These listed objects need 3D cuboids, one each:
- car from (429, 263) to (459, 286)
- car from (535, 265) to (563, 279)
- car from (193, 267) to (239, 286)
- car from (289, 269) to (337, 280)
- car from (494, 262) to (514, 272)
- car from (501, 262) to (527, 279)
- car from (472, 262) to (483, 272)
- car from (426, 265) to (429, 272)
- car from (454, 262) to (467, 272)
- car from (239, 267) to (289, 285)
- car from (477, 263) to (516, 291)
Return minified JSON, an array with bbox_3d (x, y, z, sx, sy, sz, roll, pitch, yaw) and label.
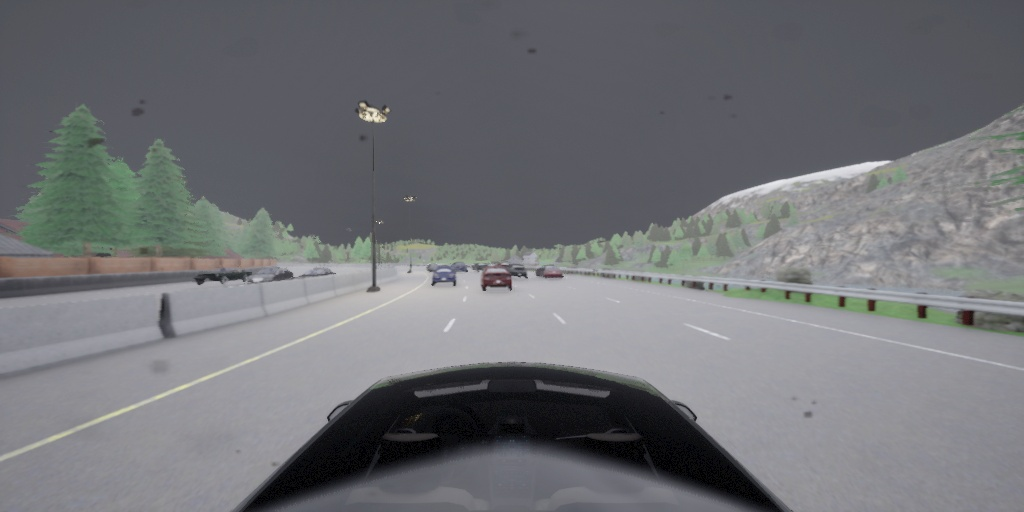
[{"bbox_3d":[-5.440,1.572,29.016,1.812,1.442,4.674,0,0,-9],"label":"car"},{"bbox_3d":[3.775,1.588,37.176,1.994,1.385,4.181,0,0,-11],"label":"car"},{"bbox_3d":[-23.200,1.540,28.959,1.895,1.301,4.718,0,-1,-10],"label":"car"},{"bbox_3d":[-16.308,1.768,30.199,2.033,1.411,5.357,0,-1,-10],"label":"car"},{"bbox_3d":[-1.361,1.730,57.151,1.882,1.535,5.008,0,0,-18],"label":"car"},{"bbox_3d":[0.275,1.562,36.854,1.837,1.490,4.892,0,0,-11],"label":"car"},{"bbox_3d":[-5.052,1.768,57.219,1.882,1.535,5.008,0,0,-18],"label":"car"},{"bbox_3d":[-12.605,1.936,57.651,1.994,1.385,4.181,0,-1,-19],"label":"car"},{"bbox_3d":[-8.533,1.673,56.721,2.097,1.767,4.553,-1,-1,-19],"label":"car"},{"bbox_3d":[-19.756,1.730,29.593,2.128,1.511,4.902,0,-1,-10],"label":"car"},{"bbox_3d":[-1.166,1.439,24.334,1.882,1.535,5.008,0,0,-7],"label":"car"}]
